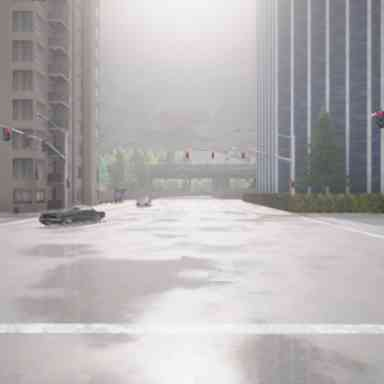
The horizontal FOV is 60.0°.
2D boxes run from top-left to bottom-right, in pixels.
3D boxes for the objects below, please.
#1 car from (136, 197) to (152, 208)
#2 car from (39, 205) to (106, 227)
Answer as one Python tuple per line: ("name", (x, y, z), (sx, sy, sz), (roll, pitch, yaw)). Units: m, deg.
("car", (-6.982, 1.497, 48.554), (2.128, 1.511, 4.902), (0, 1, 0))
("car", (-8.075, 1.604, 22.863), (1.895, 1.301, 4.718), (0, 0, 23))
